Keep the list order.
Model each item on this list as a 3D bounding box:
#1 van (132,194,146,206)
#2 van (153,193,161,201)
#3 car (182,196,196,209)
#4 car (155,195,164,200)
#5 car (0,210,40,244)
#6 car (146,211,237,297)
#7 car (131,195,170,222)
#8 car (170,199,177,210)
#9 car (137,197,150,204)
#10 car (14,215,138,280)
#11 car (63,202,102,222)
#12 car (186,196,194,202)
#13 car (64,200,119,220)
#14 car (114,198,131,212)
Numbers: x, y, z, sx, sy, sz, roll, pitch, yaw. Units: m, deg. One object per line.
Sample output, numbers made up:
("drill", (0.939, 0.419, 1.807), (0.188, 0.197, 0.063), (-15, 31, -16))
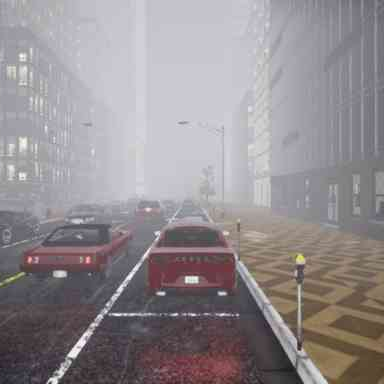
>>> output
("van", (-8.832, 1.315, 55.645), (1.690, 1.788, 3.998), (0, 0, 0))
("van", (-8.832, 1.286, 84.106), (1.690, 1.788, 3.998), (0, 0, 0))
("car", (-0.452, 1.548, 44.248), (1.947, 1.339, 4.313), (0, 0, 0))
("car", (-8.833, 1.504, 89.799), (1.947, 1.339, 4.313), (0, 0, 0))
("car", (-8.833, 1.564, 15.800), (1.947, 1.339, 4.313), (0, 0, 0))
("car", (-0.006, 1.477, 8.649), (1.882, 1.535, 5.008), (0, 0, 0))
("car", (-3.145, 1.345, 25.938), (2.097, 1.767, 4.553), (0, 0, 0))
("car", (-3.046, 1.547, 43.276), (1.994, 1.385, 4.181), (0, 0, 0))
("car", (-8.833, 1.551, 61.338), (1.802, 1.307, 4.206), (0, 0, 0))
("car", (-3.046, 1.600, 9.915), (1.895, 1.301, 4.718), (0, 0, 0))
("car", (-8.833, 1.575, 27.183), (1.802, 1.307, 4.206), (0, 0, 0))
("car", (-0.452, 1.533, 78.399), (1.802, 1.307, 4.206), (0, 0, 0))
("car", (-6.247, 1.487, 20.410), (2.128, 1.511, 4.902), (0, 0, 0))
("car", (-8.833, 1.537, 38.569), (2.008, 1.369, 4.403), (0, 0, 0))
